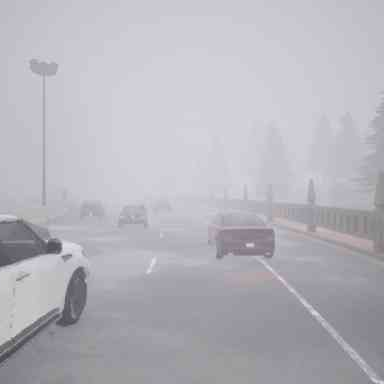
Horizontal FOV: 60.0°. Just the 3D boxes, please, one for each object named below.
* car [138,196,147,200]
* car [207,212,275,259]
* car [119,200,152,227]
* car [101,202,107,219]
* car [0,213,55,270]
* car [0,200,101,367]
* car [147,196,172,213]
[{"bbox_3d":[-6.500,1.339,47.153,2.097,1.767,4.553,0,0,-22],"label":"car"},{"bbox_3d":[1.682,1.475,12.650,1.882,1.535,5.008,0,0,-2],"label":"car"},{"bbox_3d":[-3.941,1.541,22.605,2.033,1.411,5.357,0,0,-8],"label":"car"},{"bbox_3d":[-8.700,1.497,29.309,1.837,1.490,4.892,0,0,-11],"label":"car"},{"bbox_3d":[-6.588,1.561,11.601,1.994,1.385,4.181,0,0,-1],"label":"car"},{"bbox_3d":[-3.079,1.220,3.941,2.150,2.045,5.566,0,0,3],"label":"car"},{"bbox_3d":[-3.529,1.495,37.630,1.837,1.490,4.892,0,0,-16],"label":"car"}]
